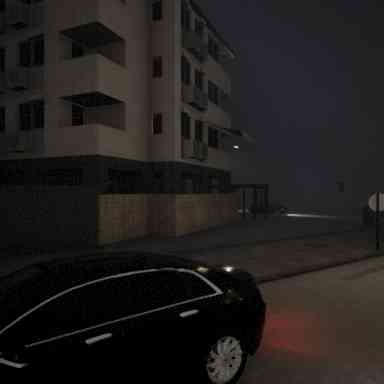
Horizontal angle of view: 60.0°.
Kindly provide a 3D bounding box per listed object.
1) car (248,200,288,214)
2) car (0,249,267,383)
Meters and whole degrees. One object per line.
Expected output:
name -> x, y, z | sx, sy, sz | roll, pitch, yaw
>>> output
car -> 7.873, 1.564, 34.763 | 1.994, 1.385, 4.181 | 0, 0, -35
car -> -1.280, 1.505, 3.681 | 4.892, 1.490, 1.837 | 0, 0, -35
